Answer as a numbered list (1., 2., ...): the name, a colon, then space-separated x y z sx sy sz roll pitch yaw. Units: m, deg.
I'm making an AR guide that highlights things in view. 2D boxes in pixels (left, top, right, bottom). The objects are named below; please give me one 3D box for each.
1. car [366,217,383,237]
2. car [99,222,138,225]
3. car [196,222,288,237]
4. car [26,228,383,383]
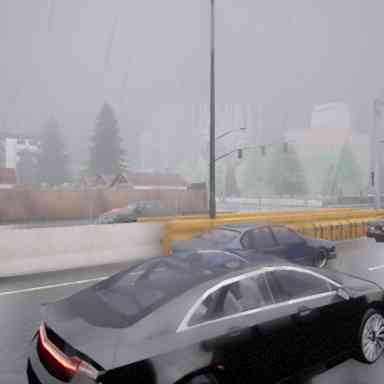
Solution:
1. car: 10.041 1.564 15.165 5.357 1.411 2.033 0 0 -35
2. car: -3.076 1.360 18.958 4.553 1.767 2.097 0 0 -35
3. car: 1.840 1.554 9.347 5.357 1.411 2.033 0 0 -35
4. car: 0.648 1.494 4.202 4.902 1.511 2.128 0 0 -35
